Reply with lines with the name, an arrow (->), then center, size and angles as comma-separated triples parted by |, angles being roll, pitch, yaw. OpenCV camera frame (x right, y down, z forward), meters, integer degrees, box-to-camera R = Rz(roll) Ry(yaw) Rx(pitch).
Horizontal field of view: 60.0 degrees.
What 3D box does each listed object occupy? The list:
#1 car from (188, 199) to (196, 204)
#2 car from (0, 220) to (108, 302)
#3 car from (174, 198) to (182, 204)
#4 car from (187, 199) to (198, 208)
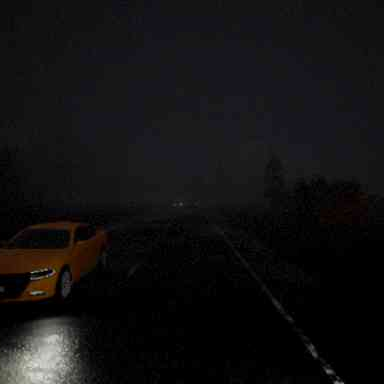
car -> -0.045, 2.385, 86.830 | 1.895, 1.301, 4.718 | 0, -1, 0
car -> -3.602, 1.553, 8.679 | 1.882, 1.535, 5.008 | 0, 0, 0
car -> -3.545, 2.314, 86.541 | 1.812, 1.442, 4.674 | 0, -1, 0
car -> 0.071, 2.057, 58.234 | 2.033, 1.411, 5.357 | 0, -1, 0
